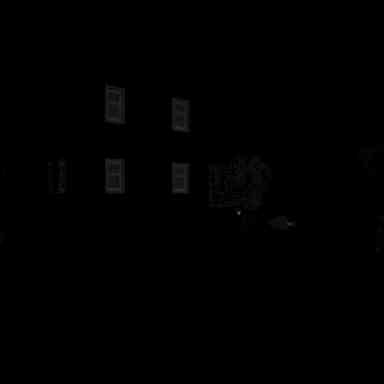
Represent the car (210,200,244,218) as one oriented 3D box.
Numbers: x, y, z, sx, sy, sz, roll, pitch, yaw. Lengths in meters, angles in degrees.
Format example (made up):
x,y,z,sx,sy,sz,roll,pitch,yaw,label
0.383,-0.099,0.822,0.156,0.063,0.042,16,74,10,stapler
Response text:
x,y,z,sx,sy,sz,roll,pitch,yaw,label
2.452,1.490,29.405,2.128,1.511,4.902,0,0,-35,car
